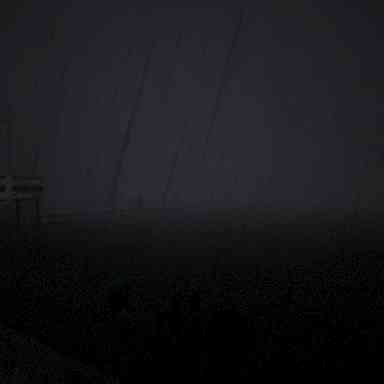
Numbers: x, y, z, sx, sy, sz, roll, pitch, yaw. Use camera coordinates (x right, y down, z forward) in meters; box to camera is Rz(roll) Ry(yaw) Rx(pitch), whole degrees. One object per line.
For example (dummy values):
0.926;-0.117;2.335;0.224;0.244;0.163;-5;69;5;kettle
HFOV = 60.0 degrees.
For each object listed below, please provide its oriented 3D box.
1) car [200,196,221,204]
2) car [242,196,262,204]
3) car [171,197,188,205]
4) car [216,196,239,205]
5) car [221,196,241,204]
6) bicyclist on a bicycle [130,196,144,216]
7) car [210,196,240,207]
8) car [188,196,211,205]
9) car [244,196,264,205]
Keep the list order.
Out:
3.853;1.505;67.430;1.882;1.535;5.008;0;0;35;car
12.147;1.514;67.081;2.128;1.511;4.902;0;0;35;car
-1.822;1.592;59.294;1.994;1.385;4.181;0;0;35;car
6.370;1.500;58.801;1.882;1.535;5.008;0;0;35;car
7.947;1.503;67.179;1.882;1.535;5.008;0;0;35;car
-4.742;1.172;29.373;1.656;1.620;0.582;33;17;27;bicyclist on a bicycle
5.309;1.497;51.265;1.882;1.535;5.008;0;0;35;car
2.025;1.503;58.694;1.882;1.535;5.008;0;0;35;car
11.271;1.620;59.884;1.895;1.301;4.718;0;0;35;car
